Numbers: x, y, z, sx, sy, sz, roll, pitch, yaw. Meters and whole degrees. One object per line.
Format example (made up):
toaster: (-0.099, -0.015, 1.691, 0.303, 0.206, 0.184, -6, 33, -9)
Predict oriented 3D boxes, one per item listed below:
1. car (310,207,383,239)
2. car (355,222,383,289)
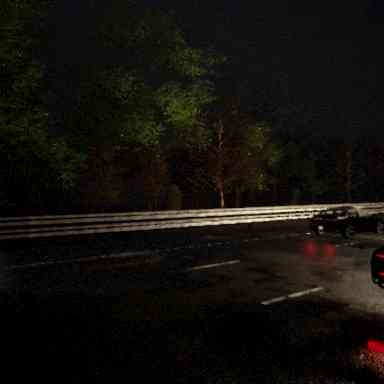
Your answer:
car: (8.377, 1.552, 17.774, 4.902, 1.511, 2.128, 0, 0, -34)
car: (6.182, 1.518, 7.883, 4.892, 1.490, 1.837, 0, 0, -34)
